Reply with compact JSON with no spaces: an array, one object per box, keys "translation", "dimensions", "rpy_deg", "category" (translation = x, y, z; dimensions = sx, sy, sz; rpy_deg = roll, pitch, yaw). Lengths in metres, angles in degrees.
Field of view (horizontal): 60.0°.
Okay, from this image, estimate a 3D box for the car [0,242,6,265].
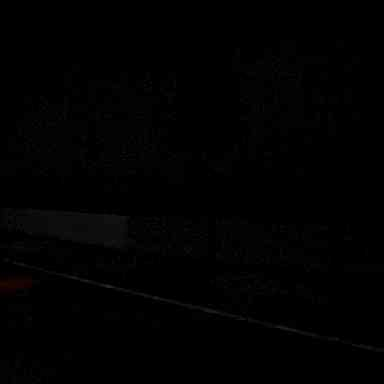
[{"translation":[-7.395,1.532,9.664],"dimensions":[5.357,1.411,2.033],"rpy_deg":[0,1,38],"category":"car"}]
